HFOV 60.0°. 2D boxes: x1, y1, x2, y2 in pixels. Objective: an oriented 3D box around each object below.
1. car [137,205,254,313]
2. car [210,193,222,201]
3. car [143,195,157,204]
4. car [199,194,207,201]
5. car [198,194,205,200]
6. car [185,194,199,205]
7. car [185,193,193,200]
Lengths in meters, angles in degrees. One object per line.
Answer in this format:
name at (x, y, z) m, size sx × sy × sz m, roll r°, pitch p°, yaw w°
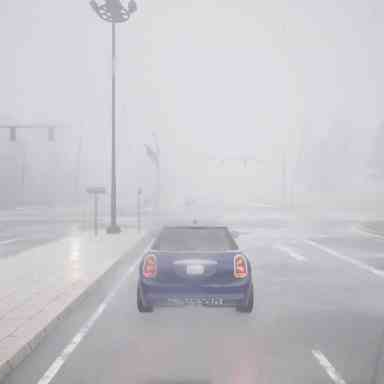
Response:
car at (0.071, 1.352, 7.839) m, size 2.097 × 1.767 × 4.553 m, roll 0°, pitch 0°, yaw 0°
car at (6.362, 1.214, 84.949) m, size 2.150 × 2.045 × 5.566 m, roll 0°, pitch 0°, yaw -1°
car at (-8.360, 1.548, 65.031) m, size 2.033 × 1.411 × 5.357 m, roll 0°, pitch 0°, yaw 0°
car at (2.858, 1.513, 85.220) m, size 1.812 × 1.442 × 4.674 m, roll 0°, pitch 0°, yaw -1°
car at (2.694, 1.442, 95.544) m, size 1.882 × 1.535 × 5.008 m, roll 0°, pitch 0°, yaw -1°
car at (-0.157, 1.525, 54.658) m, size 1.812 × 1.442 × 4.674 m, roll 0°, pitch 0°, yaw -1°
car at (-0.806, 1.189, 95.518) m, size 2.150 × 2.045 × 5.566 m, roll 0°, pitch 0°, yaw -1°
